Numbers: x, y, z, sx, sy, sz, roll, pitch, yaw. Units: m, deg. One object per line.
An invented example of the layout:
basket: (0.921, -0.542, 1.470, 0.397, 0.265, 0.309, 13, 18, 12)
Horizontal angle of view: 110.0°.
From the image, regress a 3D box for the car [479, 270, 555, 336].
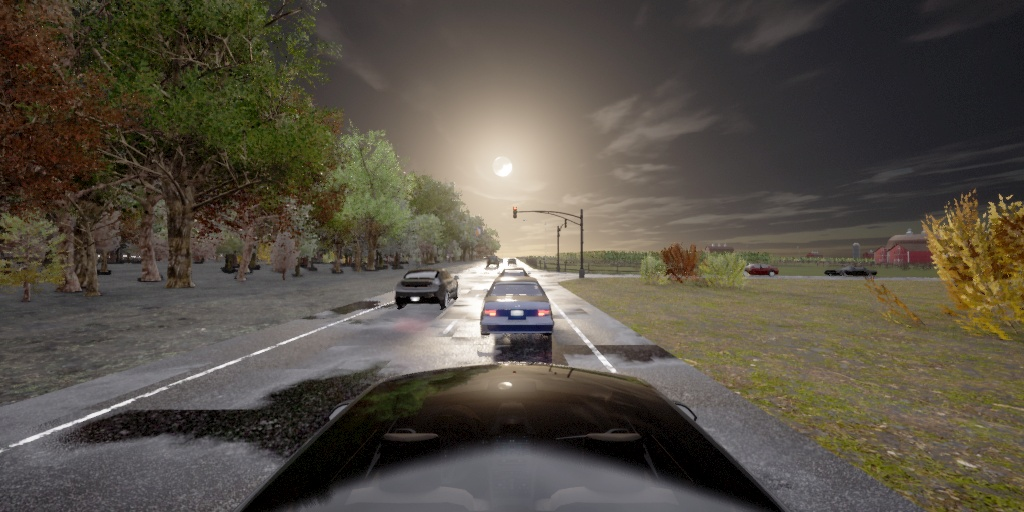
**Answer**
car: (0.105, 1.300, 10.387, 2.033, 1.411, 5.357, 0, 0, 0)

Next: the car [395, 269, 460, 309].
car: (-3.395, 1.258, 14.991, 1.837, 1.490, 4.892, 0, 0, 0)

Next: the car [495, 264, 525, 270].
car: (0.114, 1.318, 19.629, 1.994, 1.385, 4.181, 0, 0, 0)

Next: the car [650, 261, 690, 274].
car: (18.101, 1.357, 41.782, 4.553, 1.767, 2.097, 1, -1, 1)

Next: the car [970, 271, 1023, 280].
car: (51.435, 1.909, 37.956, 4.718, 1.301, 1.895, 1, -1, 1)

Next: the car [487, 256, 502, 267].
car: (-3.373, 0.976, 65.108, 2.150, 2.045, 5.566, 0, 0, 0)

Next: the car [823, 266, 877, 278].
car: (39.209, 1.836, 41.643, 4.718, 1.301, 1.895, 1, -1, 1)

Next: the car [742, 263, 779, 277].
car: (28.132, 1.592, 41.704, 5.008, 1.535, 1.882, 1, -1, 0)
